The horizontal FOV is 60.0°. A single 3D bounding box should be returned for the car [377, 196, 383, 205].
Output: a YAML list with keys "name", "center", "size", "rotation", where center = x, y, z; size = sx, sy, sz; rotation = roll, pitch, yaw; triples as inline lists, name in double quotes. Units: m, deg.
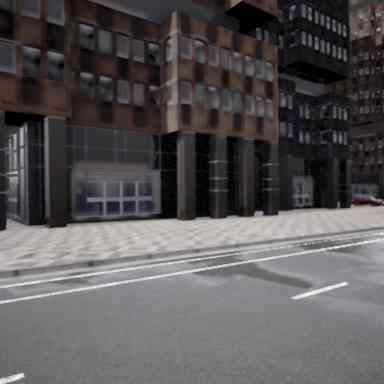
- name: "car"
  center: [37.901, 1.685, 63.611]
  size: [1.967, 1.590, 4.097]
  rotation: [-1, 0, -36]

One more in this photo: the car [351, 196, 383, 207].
- name: "car"
  center: [30.958, 1.659, 58.661]
  size: [2.192, 1.841, 5.009]
  rotation: [-1, 0, -36]

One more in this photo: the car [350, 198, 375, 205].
- name: "car"
  center: [34.752, 1.847, 68.028]
  size: [1.802, 1.307, 4.206]
  rotation: [-1, 0, -36]
